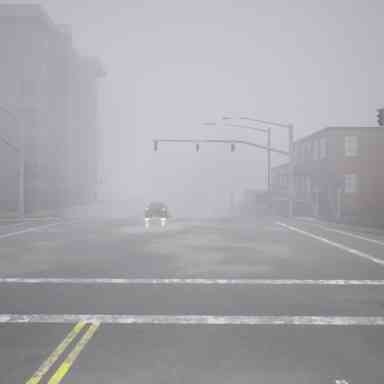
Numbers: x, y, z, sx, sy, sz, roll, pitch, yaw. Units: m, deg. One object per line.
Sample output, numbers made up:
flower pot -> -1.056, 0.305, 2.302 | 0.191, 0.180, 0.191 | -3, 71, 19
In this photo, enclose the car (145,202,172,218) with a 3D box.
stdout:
car -> -3.587, 1.838, 34.348 | 2.097, 1.767, 4.553 | 0, -4, 0
